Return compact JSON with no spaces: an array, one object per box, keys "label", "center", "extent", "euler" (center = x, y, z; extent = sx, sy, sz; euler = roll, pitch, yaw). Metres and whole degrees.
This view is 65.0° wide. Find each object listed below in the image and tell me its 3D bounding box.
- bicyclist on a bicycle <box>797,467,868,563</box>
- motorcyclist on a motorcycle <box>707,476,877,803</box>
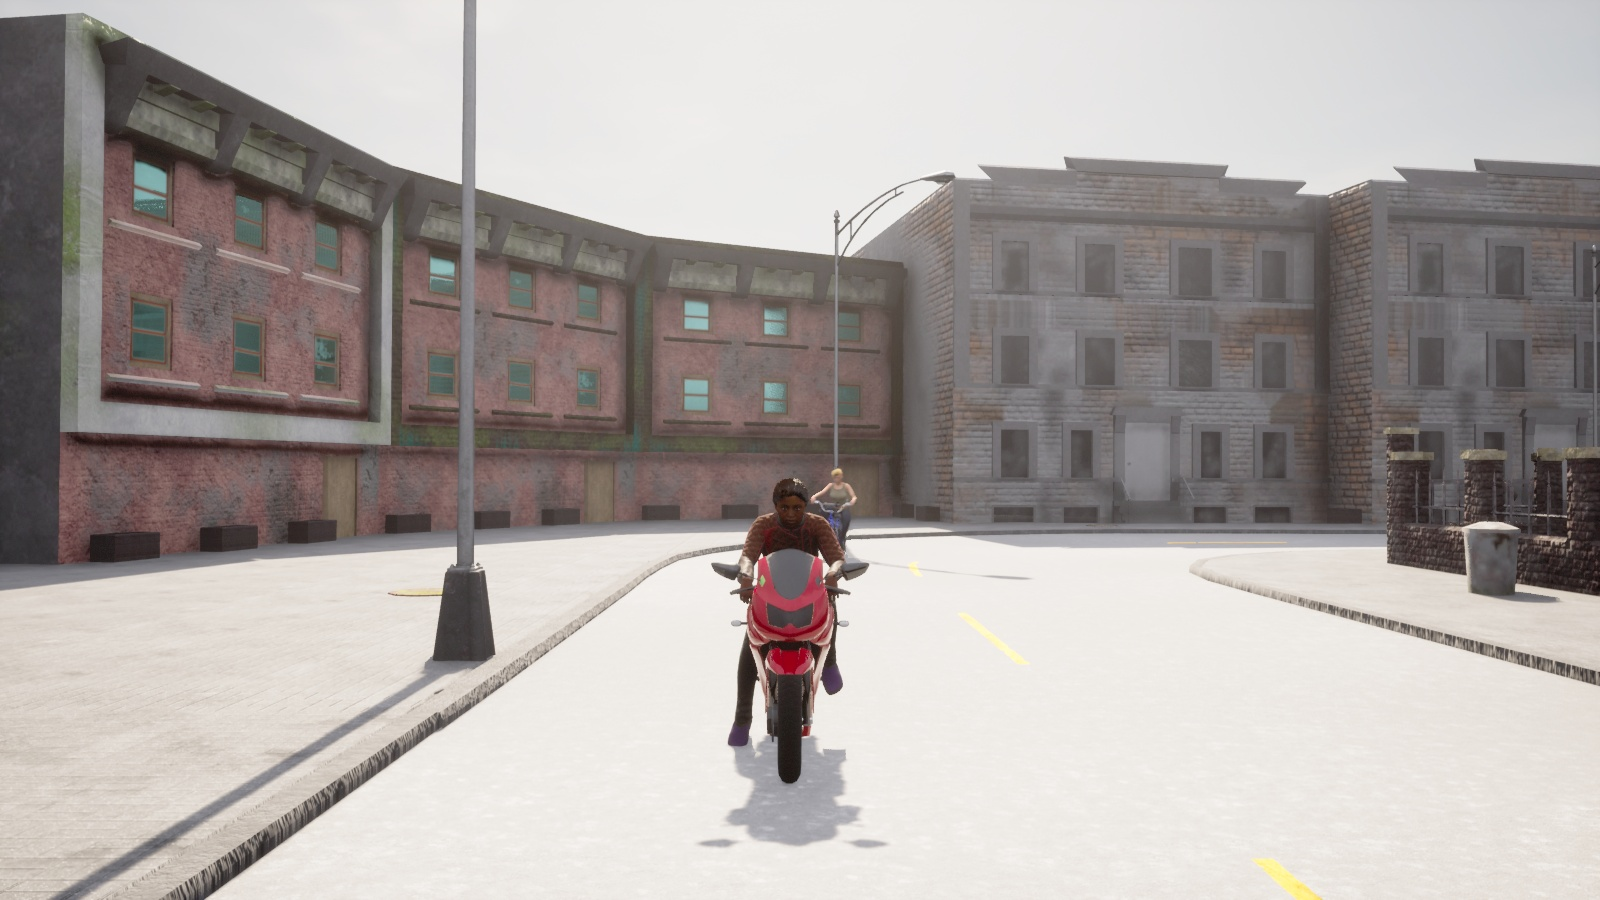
[{"label":"bicyclist on a bicycle","center":[0.589,1.124,22.314],"extent":[0.866,1.612,1.509],"euler":[1,0,16]},{"label":"motorcyclist on a motorcycle","center":[-0.047,0.913,6.946],"extent":[0.797,1.523,2.044],"euler":[0,-1,0]}]
